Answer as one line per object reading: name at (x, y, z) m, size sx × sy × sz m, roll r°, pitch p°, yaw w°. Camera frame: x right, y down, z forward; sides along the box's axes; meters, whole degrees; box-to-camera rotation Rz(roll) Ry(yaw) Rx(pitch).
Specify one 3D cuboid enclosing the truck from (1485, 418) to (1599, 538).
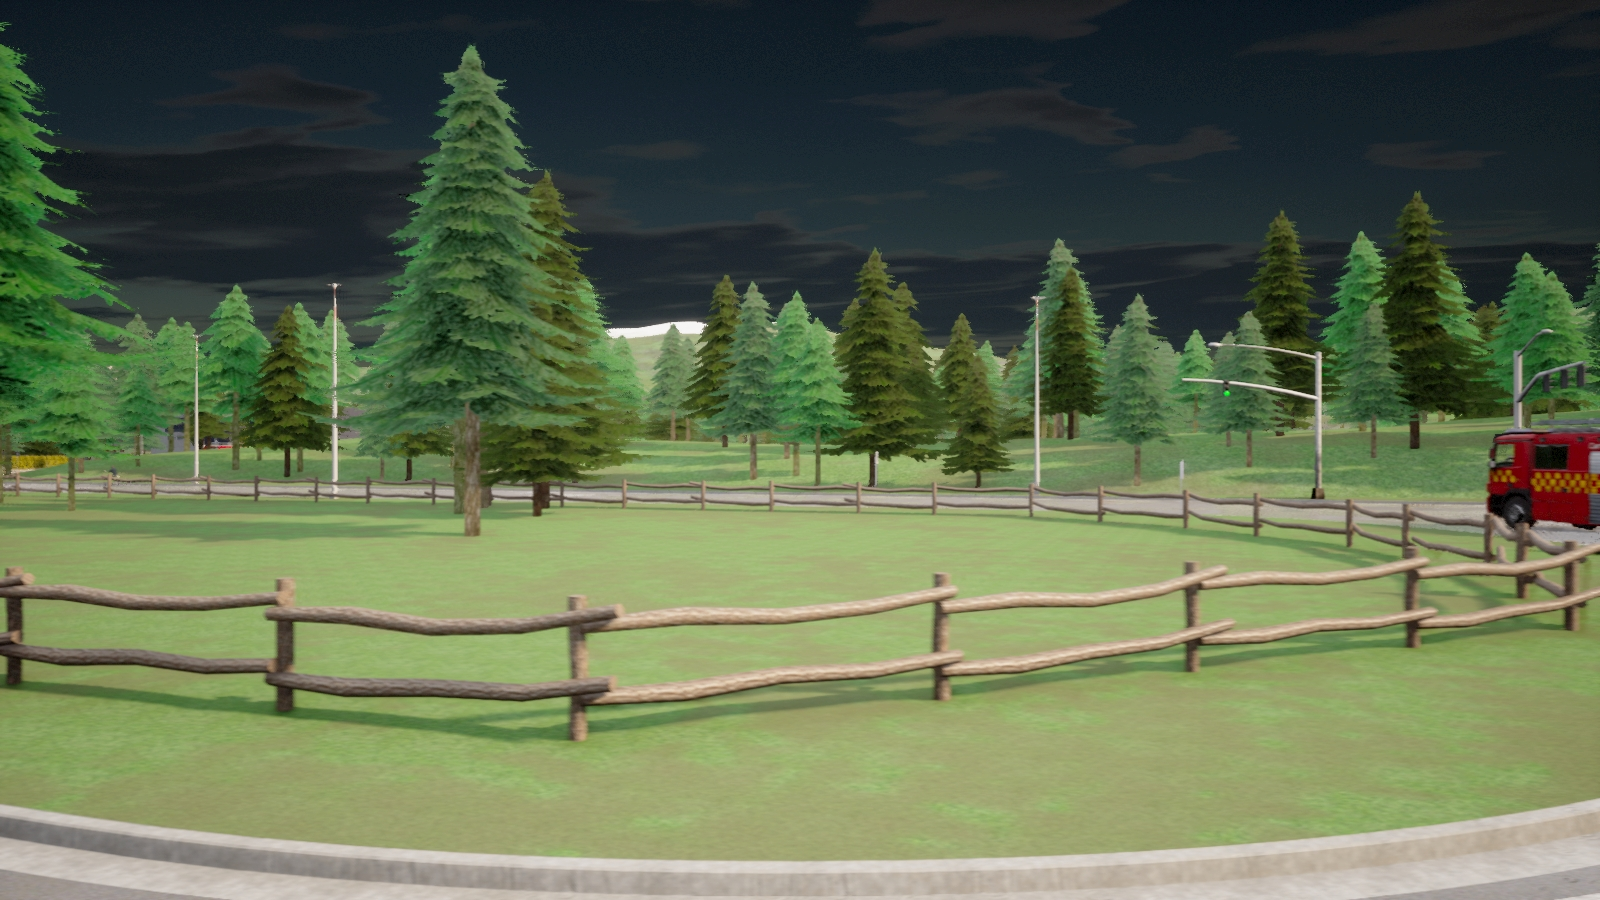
truck at (26.887, 0.893, 37.770) m, size 2.891 × 3.827 × 8.468 m, roll 0°, pitch 0°, yaw -5°
